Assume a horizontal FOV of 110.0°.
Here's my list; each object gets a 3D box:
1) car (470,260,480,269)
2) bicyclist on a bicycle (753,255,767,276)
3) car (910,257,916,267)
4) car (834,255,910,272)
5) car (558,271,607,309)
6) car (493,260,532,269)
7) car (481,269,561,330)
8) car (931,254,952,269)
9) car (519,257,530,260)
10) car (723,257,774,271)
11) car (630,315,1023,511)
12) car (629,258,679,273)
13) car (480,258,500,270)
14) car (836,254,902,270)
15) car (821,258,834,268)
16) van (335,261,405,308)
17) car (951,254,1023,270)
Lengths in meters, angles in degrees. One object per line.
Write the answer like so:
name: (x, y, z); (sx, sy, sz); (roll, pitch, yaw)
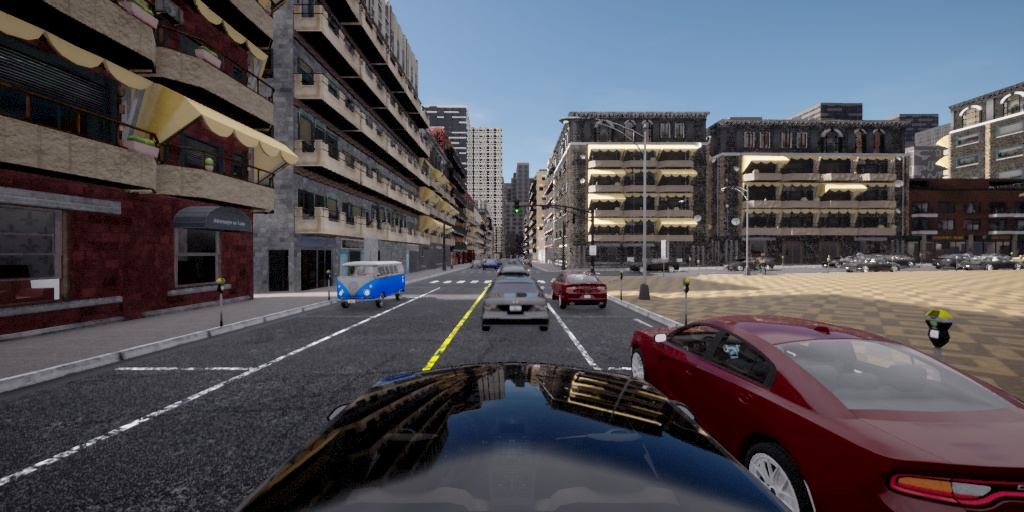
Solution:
car: (-5.800, 1.332, 58.345); (2.007, 1.370, 4.403); (0, 0, 0)
bicyclist on a bicycle: (20.192, 0.777, 29.240); (0.582, 1.620, 1.656); (-1, 0, -1)
car: (43.421, 0.572, 40.948); (4.403, 1.370, 2.007); (0, 0, -1)
car: (32.418, 0.811, 32.391); (4.403, 1.370, 2.007); (0, 0, -1)
car: (2.663, 1.298, 14.885); (1.888, 1.381, 4.507); (0, 0, 0)
car: (0.157, 1.233, 22.390); (1.882, 1.535, 5.008); (0, 0, 2)
car: (0.082, 1.299, 11.113); (2.033, 1.411, 5.357); (0, 0, 0)
car: (44.317, 0.545, 35.219); (4.902, 1.511, 2.128); (-1, 0, 0)
car: (2.569, 1.228, 63.884); (1.967, 1.591, 4.097); (0, 0, 0)
car: (25.050, 0.833, 38.057); (4.892, 1.490, 1.837); (-1, 0, -1)
car: (2.685, 1.295, 3.833); (1.888, 1.381, 4.507); (0, 0, 0)
car: (14.993, 0.966, 37.899); (5.008, 1.535, 1.882); (-1, 0, -1)
car: (-3.190, 1.253, 52.615); (1.882, 1.535, 5.008); (0, 0, 0)
car: (37.989, 0.615, 38.247); (4.902, 1.511, 2.128); (-1, 0, -1)
car: (37.853, 0.674, 40.859); (4.313, 1.339, 1.948); (0, 0, -1)
van: (-5.717, 1.094, 14.870); (1.690, 1.789, 3.998); (0, 0, 0)
car: (43.555, 0.637, 32.569); (4.403, 1.370, 2.007); (0, 0, -1)
